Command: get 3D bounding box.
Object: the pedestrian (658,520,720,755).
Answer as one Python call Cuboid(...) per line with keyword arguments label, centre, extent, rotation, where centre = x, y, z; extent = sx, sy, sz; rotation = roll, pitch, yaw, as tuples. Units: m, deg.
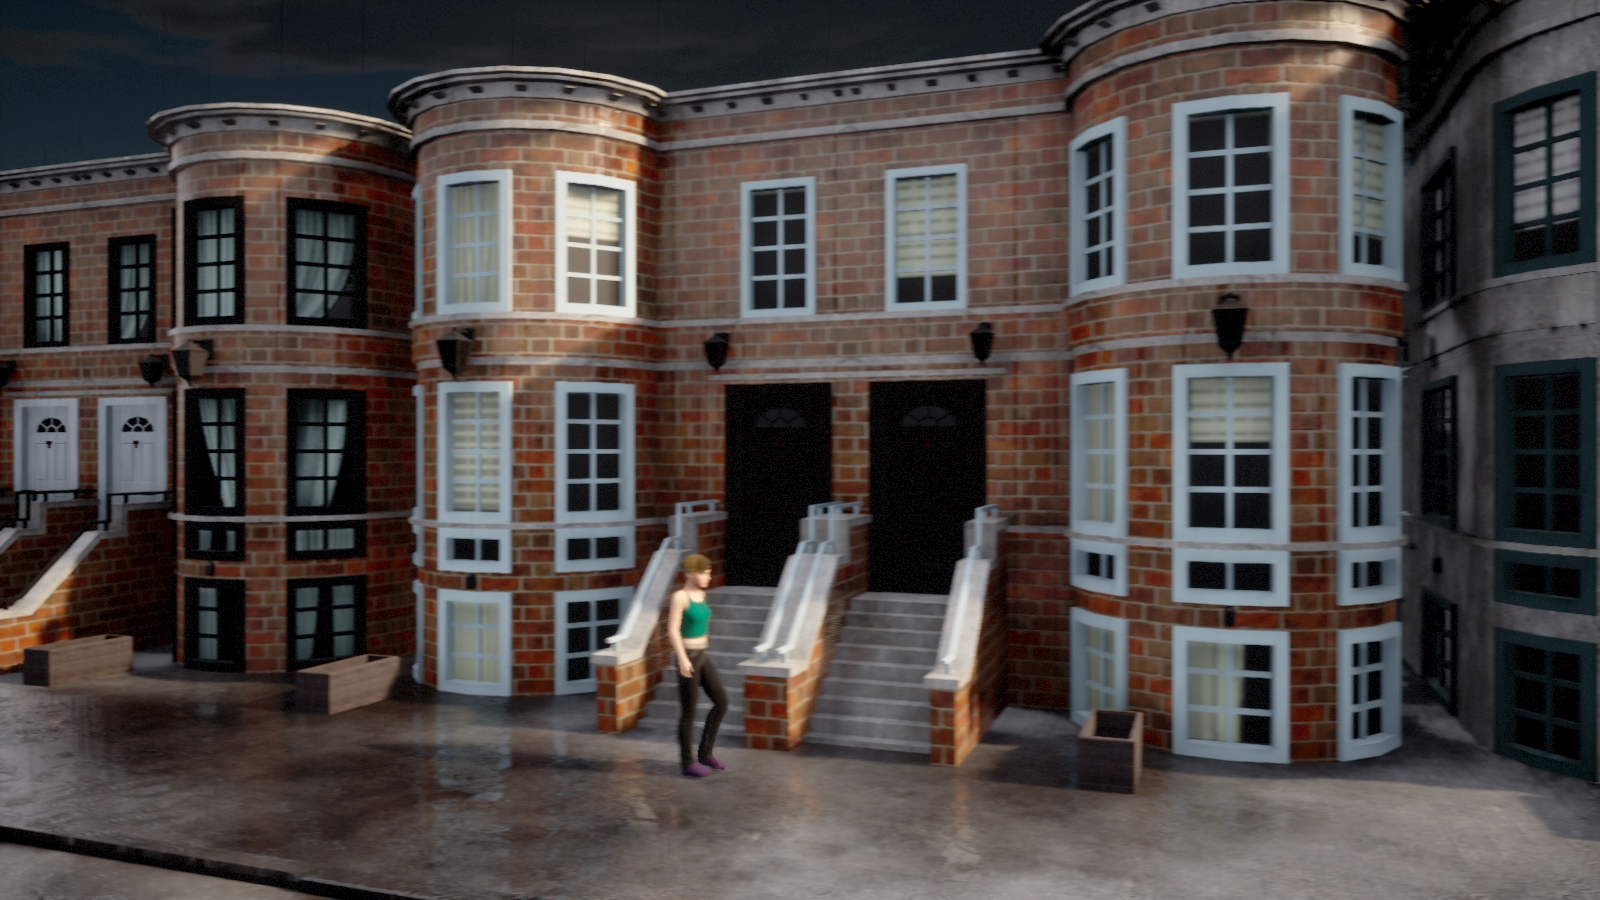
Cuboid(label="pedestrian", centre=(-0.913, 1.524, 9.433), extent=(0.375, 1.860, 0.375), rotation=(0, 0, 25))
